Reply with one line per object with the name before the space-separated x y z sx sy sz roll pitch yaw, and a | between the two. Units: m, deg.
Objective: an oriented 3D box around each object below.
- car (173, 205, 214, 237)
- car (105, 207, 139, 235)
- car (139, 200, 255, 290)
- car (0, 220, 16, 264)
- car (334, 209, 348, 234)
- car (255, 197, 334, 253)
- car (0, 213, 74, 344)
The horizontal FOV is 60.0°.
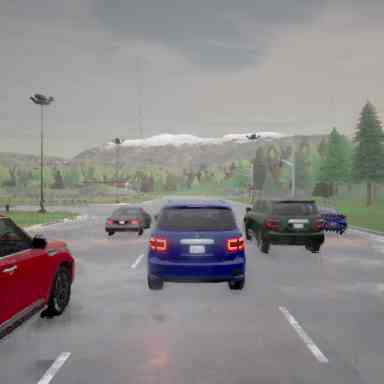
car | 0.076 1.547 19.414 2.033 1.411 5.357 0 0 0
car | -3.421 1.547 18.710 2.033 1.411 5.357 0 0 0
car | 0.085 1.221 9.228 2.150 2.045 5.566 0 0 0
car | -6.913 1.601 8.917 1.895 1.301 4.718 0 0 0
car | 7.080 1.478 19.169 1.882 1.535 5.008 0 0 0
car | 3.585 1.223 13.876 2.150 2.045 5.566 0 0 0
car | -3.423 1.224 4.282 2.150 2.045 5.566 0 0 0
